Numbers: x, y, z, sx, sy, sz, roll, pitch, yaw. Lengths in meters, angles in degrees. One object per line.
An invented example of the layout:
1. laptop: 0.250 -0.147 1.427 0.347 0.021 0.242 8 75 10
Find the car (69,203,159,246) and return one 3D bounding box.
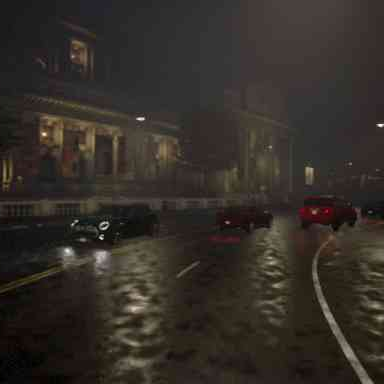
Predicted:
1. car: -3.407 1.331 15.274 2.097 1.767 4.553 1 0 25

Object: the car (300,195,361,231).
1. car: 8.911 1.304 21.603 2.150 2.045 5.566 0 0 40

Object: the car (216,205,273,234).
1. car: 3.269 1.514 19.850 1.882 1.535 5.008 0 -1 33

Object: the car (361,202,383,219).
1. car: 17.162 1.633 30.780 1.882 1.535 5.008 0 0 42

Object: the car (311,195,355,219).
1. car: 13.744 1.349 32.231 2.150 2.045 5.566 0 0 42
